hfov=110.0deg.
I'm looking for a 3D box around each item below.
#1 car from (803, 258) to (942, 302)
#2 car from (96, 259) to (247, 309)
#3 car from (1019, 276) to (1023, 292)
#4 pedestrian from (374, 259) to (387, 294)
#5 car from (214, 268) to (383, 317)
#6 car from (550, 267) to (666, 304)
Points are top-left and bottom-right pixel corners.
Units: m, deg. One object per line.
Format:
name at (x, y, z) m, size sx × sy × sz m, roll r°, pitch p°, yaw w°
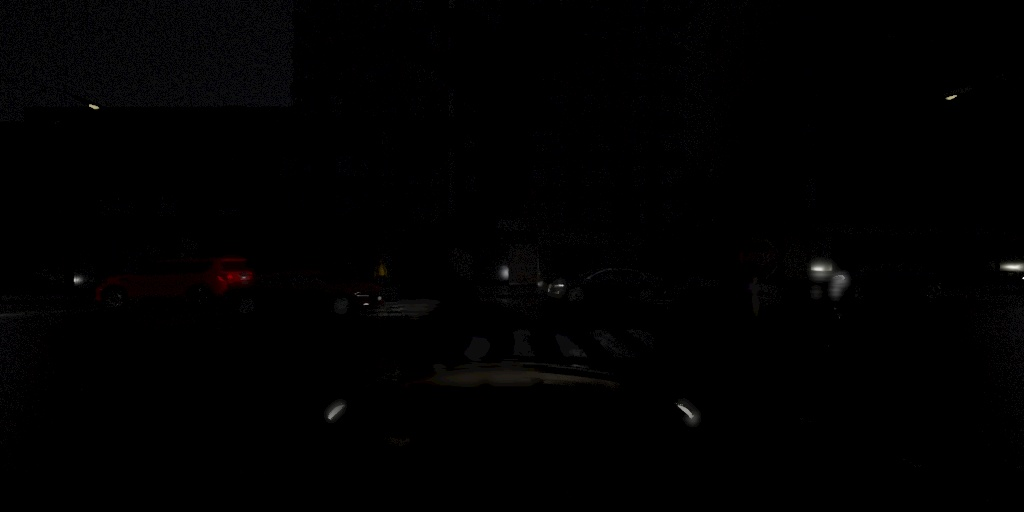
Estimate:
car at (15.468, 0.981, 15.606) m, size 4.553 × 1.767 × 2.097 m, roll -1°, pitch -1°, yaw 0°
car at (-14.648, 1.153, 15.896) m, size 5.566 × 2.045 × 2.150 m, roll -1°, pitch -1°, yaw -4°
car at (25.405, 0.903, 15.585) m, size 4.553 × 1.767 × 2.097 m, roll 0°, pitch -1°, yaw 0°
pedestrian at (-6.854, 1.034, 18.567) m, size 0.375 × 1.860 × 0.375 m, roll 0°, pitch 0°, yaw 0°
car at (-7.193, 1.264, 12.700) m, size 5.008 × 1.535 × 1.882 m, roll -1°, pitch -1°, yaw 0°
car at (4.111, 1.225, 15.629) m, size 4.902 × 1.511 × 2.128 m, roll 0°, pitch -1°, yaw 0°
